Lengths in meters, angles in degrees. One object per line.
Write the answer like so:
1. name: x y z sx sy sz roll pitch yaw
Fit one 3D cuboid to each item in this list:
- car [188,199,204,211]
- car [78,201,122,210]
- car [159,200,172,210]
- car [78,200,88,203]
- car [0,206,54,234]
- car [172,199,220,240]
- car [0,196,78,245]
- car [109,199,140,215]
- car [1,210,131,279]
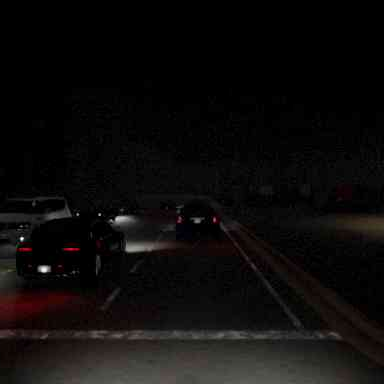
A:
1. car: 0.490 1.595 42.335 1.895 1.301 4.718 0 0 1
2. car: -6.823 1.595 24.257 1.895 1.301 4.718 0 0 1
3. car: -2.929 1.598 41.682 1.895 1.301 4.718 0 0 1
4. car: -10.241 1.478 29.702 1.882 1.535 5.008 0 0 1
5. car: -10.381 1.597 20.225 1.895 1.301 4.718 0 0 1
6. car: 0.273 1.335 17.117 2.097 1.767 4.553 0 0 1
7. car: -6.963 1.212 14.231 2.150 2.045 5.566 0 0 -1
8. car: -6.651 1.490 34.415 2.128 1.511 4.902 0 0 1
9. car: -3.308 1.489 9.922 1.837 1.490 4.892 0 0 1
